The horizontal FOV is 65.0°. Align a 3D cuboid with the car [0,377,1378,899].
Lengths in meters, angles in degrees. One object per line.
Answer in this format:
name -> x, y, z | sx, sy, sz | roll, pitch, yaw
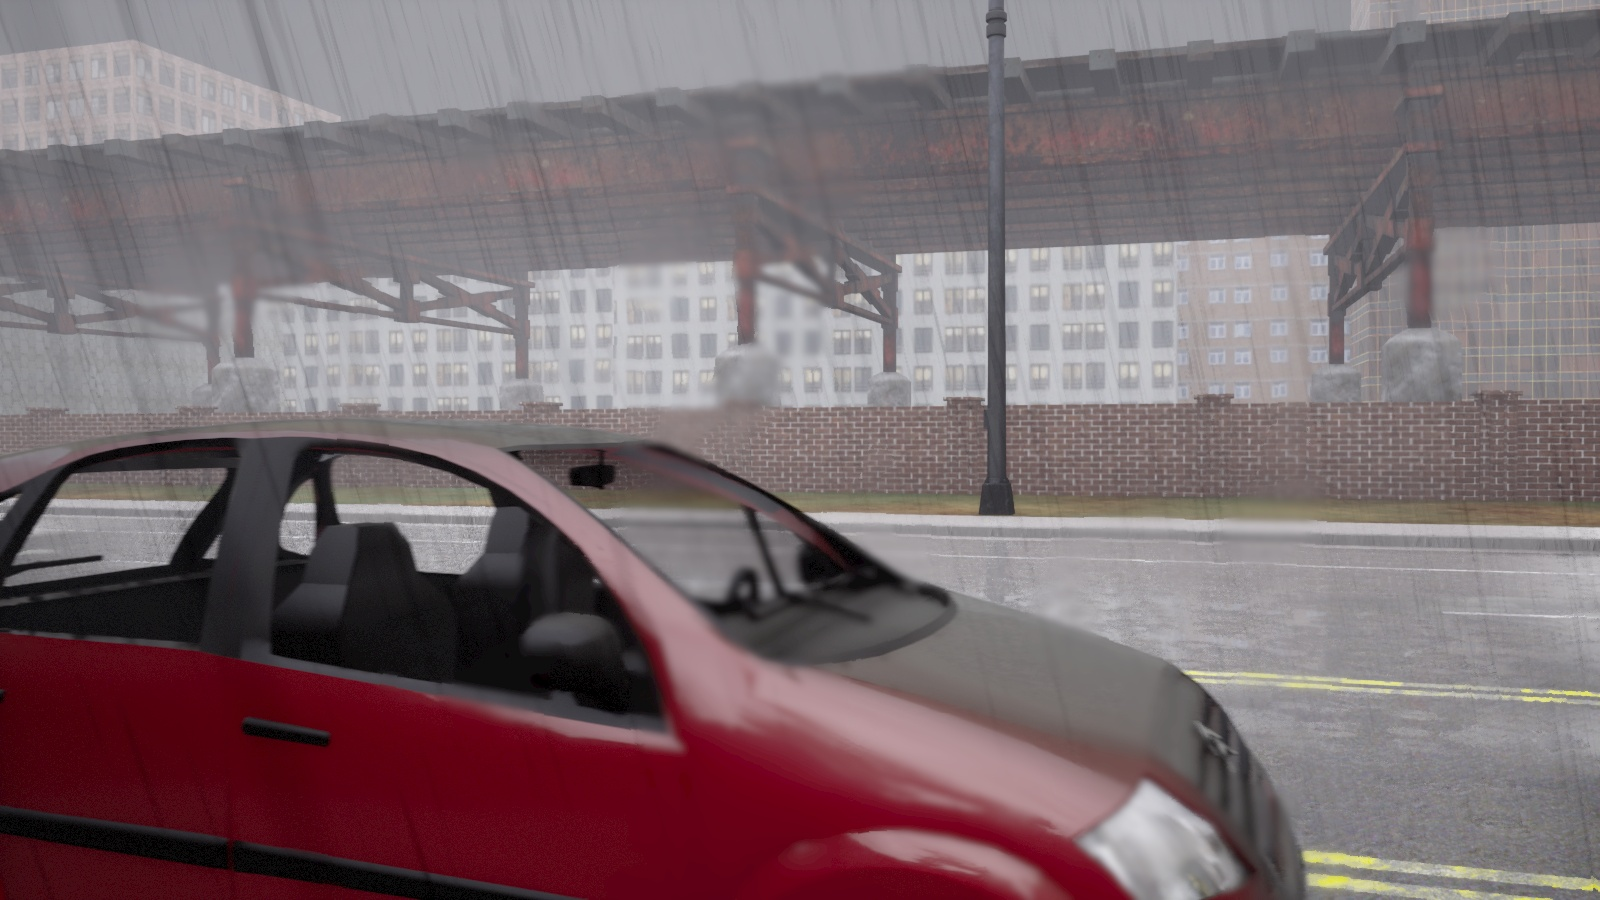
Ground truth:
car -> -0.720, 0.667, 3.433 | 3.988, 1.617, 1.851 | 1, 1, 19
